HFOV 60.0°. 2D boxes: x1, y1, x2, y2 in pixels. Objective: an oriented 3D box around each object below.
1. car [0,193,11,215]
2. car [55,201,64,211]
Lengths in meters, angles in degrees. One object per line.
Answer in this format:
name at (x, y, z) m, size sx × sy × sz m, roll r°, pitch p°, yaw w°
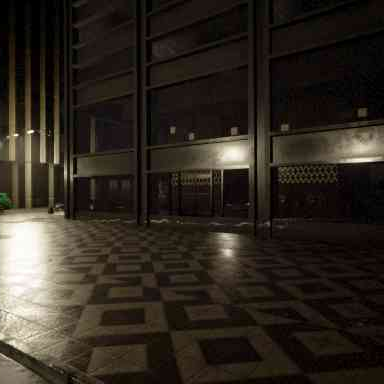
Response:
car at (-19.425, 1.113, 30.076) m, size 2.150 × 2.045 × 5.566 m, roll 0°, pitch 0°, yaw 37°
car at (-13.404, 1.326, 38.607) m, size 1.882 × 1.535 × 5.008 m, roll 0°, pitch 0°, yaw 35°
